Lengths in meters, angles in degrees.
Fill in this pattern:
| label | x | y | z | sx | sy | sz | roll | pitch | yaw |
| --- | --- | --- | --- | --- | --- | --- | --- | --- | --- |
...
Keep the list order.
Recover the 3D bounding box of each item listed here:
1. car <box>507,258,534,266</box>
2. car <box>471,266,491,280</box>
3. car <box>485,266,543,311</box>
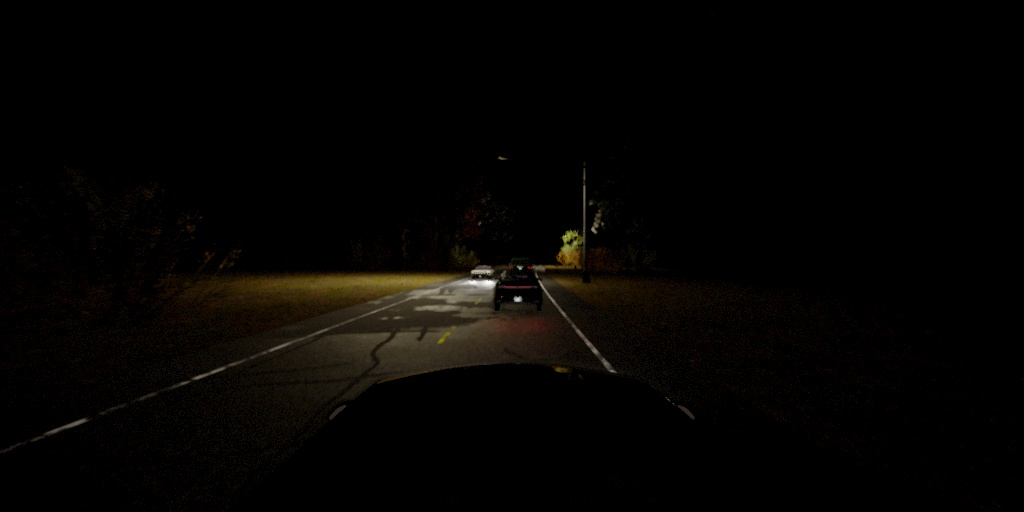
| label | x | y | z | sx | sy | sz | roll | pitch | yaw |
| --- | --- | --- | --- | --- | --- | --- | --- | --- | --- |
| car | 0.830 | 1.214 | 33.520 | 2.150 | 2.045 | 5.566 | 0 | 0 | 2 |
| car | -2.807 | 1.599 | 34.962 | 1.895 | 1.301 | 4.718 | 0 | 0 | 3 |
| car | 0.261 | 1.344 | 15.139 | 2.128 | 1.511 | 4.902 | 0 | 0 | 1 |
